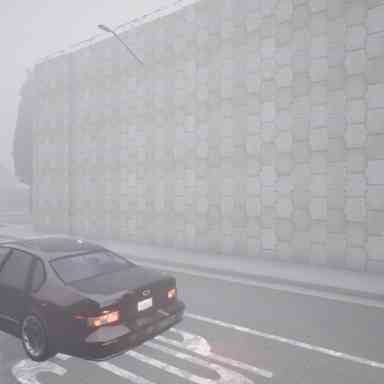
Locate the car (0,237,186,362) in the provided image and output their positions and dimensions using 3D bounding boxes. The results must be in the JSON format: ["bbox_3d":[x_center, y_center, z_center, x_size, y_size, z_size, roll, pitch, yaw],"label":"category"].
[{"bbox_3d":[-2.676,1.547,5.890,5.357,1.411,2.033,0,0,35],"label":"car"}]
